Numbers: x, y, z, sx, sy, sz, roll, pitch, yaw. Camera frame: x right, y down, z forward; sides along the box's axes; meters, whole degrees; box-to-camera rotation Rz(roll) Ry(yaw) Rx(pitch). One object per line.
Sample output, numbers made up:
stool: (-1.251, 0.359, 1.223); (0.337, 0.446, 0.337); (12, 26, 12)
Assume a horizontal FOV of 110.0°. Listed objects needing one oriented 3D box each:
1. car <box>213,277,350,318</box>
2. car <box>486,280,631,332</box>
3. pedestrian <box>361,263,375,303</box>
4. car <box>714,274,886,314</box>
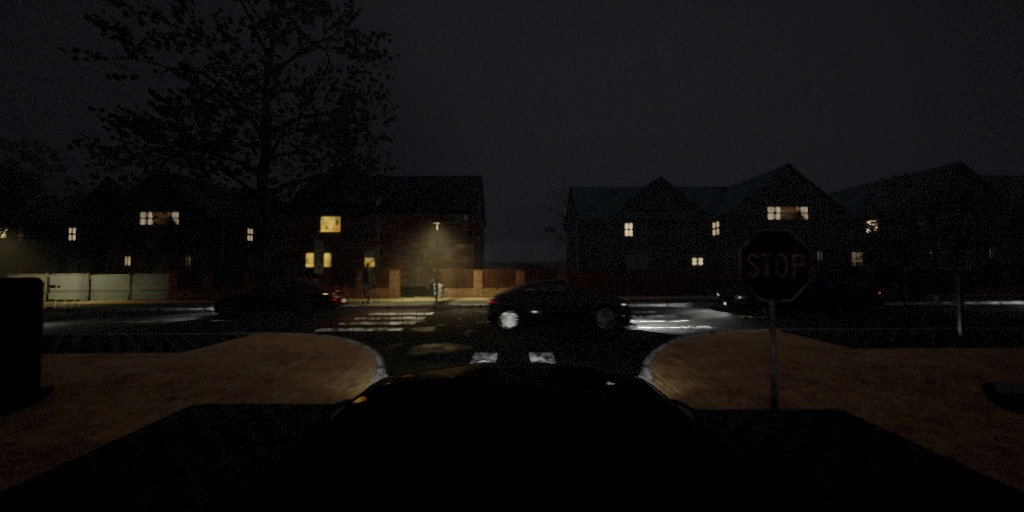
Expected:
car: (-8.741, 1.549, 13.791); (4.674, 1.442, 1.812); (-1, -2, 0)
car: (1.325, 1.412, 10.726); (4.181, 1.385, 1.994); (-1, -1, 1)
pedestrian: (-6.738, 1.244, 16.699); (0.375, 1.860, 0.375); (0, -1, 1)
car: (10.731, 1.389, 13.579); (5.357, 1.411, 2.033); (0, -2, 1)
